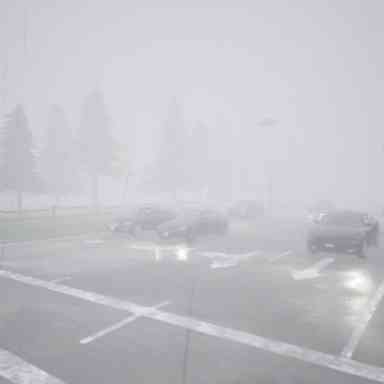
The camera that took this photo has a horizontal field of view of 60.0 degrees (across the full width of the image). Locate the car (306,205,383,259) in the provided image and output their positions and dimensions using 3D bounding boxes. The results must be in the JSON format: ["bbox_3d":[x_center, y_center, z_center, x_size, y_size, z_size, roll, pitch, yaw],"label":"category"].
[{"bbox_3d":[6.047,1.502,13.110,1.882,1.535,5.008,-1,0,36],"label":"car"}]

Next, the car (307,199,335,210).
[{"bbox_3d":[13.963,1.634,35.764,2.033,1.411,5.357,-1,0,36],"label":"car"}]

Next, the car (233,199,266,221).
[{"bbox_3d":[4.652,1.474,28.981,2.097,1.767,4.553,-1,-1,36],"label":"car"}]

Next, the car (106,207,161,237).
[{"bbox_3d":[-2.657,1.614,18.997,2.128,1.511,4.902,-1,0,36],"label":"car"}]

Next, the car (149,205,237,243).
[{"bbox_3d":[0.212,1.616,16.962,1.812,1.442,4.674,-1,0,36],"label":"car"}]

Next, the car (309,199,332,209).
[{"bbox_3d":[18.471,1.719,47.720,1.895,1.301,4.718,-1,0,37],"label":"car"}]

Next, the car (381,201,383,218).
[{"bbox_3d":[18.938,1.569,30.713,2.033,1.411,5.357,-1,0,36],"label":"car"}]
